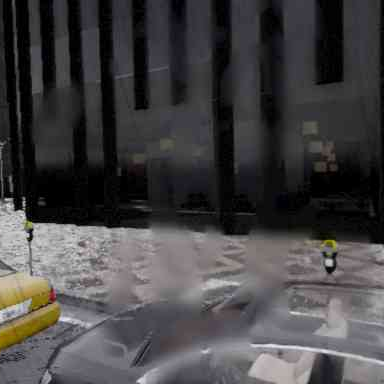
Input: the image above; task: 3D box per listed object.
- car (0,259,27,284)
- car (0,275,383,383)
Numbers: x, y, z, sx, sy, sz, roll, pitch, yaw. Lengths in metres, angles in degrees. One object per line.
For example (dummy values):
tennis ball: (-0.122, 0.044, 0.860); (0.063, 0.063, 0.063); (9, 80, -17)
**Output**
car: (-4.156, 1.383, 4.989); (4.829, 1.417, 1.752); (0, 3, 28)
car: (0.792, 1.398, 2.376); (4.403, 1.369, 2.008); (0, 3, 28)
